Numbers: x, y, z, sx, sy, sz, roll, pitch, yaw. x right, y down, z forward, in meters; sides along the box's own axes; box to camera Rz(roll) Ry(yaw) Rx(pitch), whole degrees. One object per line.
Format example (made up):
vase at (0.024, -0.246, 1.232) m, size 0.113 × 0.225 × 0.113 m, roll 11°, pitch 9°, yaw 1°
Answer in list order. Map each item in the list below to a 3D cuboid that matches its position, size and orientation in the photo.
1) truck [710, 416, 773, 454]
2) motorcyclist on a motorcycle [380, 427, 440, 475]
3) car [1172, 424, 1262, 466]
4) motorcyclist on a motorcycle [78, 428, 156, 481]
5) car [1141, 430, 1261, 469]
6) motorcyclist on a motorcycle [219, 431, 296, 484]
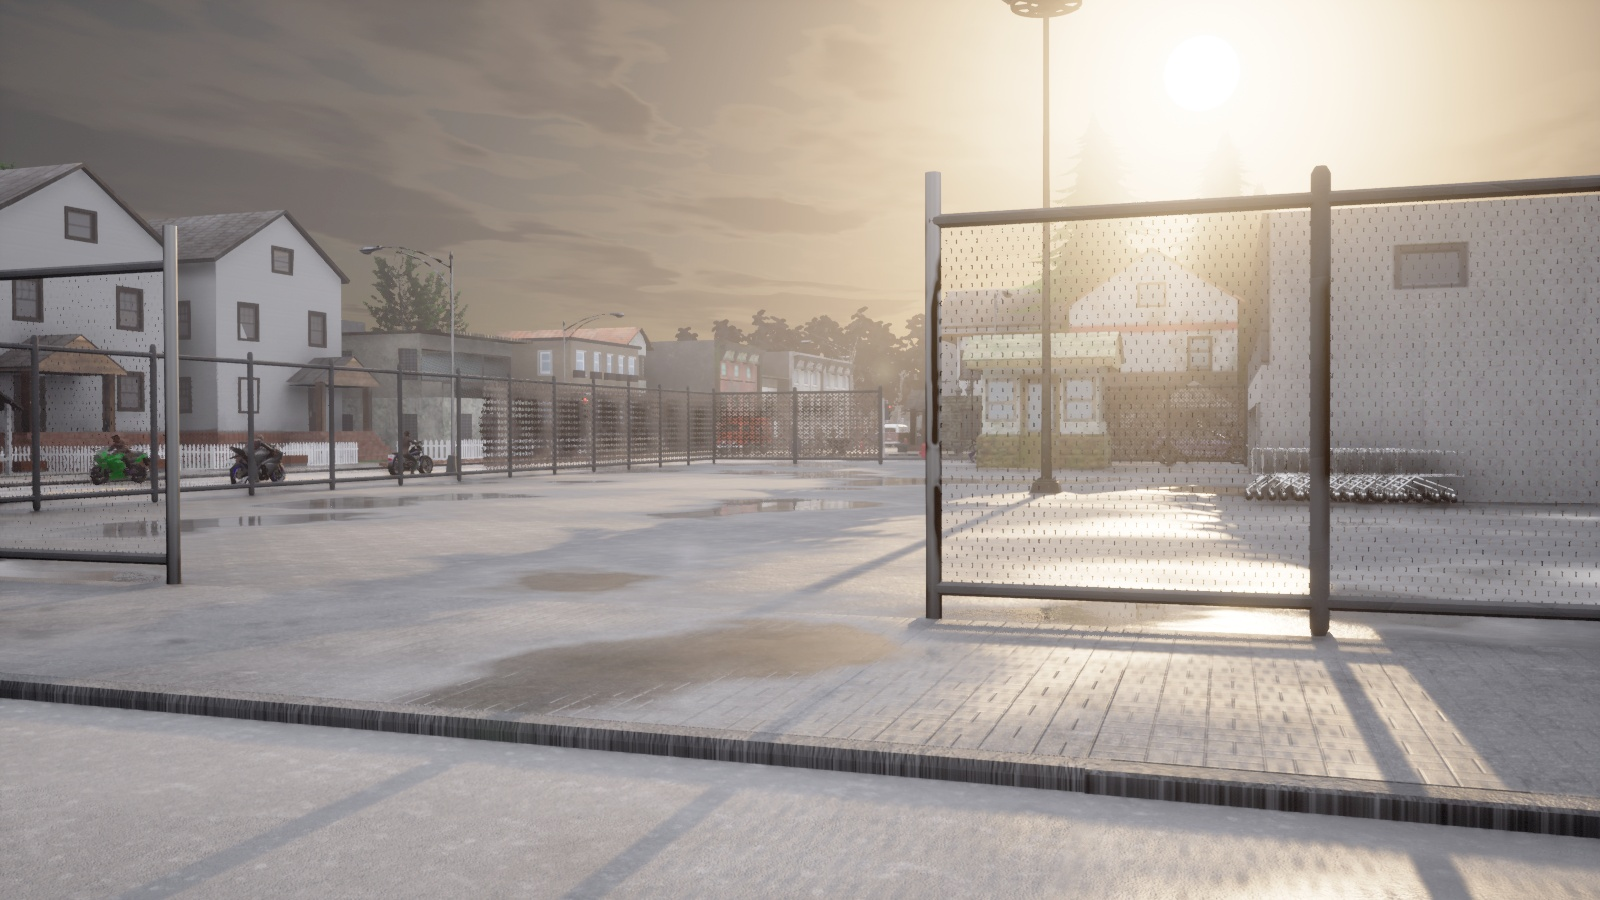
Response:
truck at (-3.927, -1.050, 85.793) m, size 2.627 × 2.467 × 5.204 m, roll 1°, pitch 1°, yaw 18°
motorcyclist on a motorcycle at (-13.768, 0.014, 44.441) m, size 0.766 × 1.649 × 2.350 m, roll 1°, pitch 1°, yaw 20°
car at (19.230, -0.234, 57.972) m, size 3.866 × 1.878 × 1.905 m, roll 1°, pitch 1°, yaw 18°
motorcyclist on a motorcycle at (-20.337, 0.135, 37.445) m, size 0.797 × 1.523 × 2.044 m, roll 1°, pitch 0°, yaw 19°
car at (17.393, -0.050, 54.441) m, size 4.856 × 1.649 × 2.033 m, roll 1°, pitch 1°, yaw 21°
motorcyclist on a motorcycle at (-16.126, 0.202, 37.396) m, size 0.866 × 1.530 × 2.191 m, roll 1°, pitch 1°, yaw 19°
